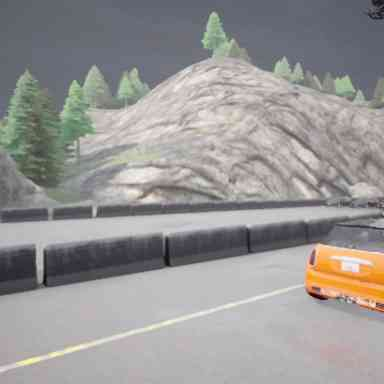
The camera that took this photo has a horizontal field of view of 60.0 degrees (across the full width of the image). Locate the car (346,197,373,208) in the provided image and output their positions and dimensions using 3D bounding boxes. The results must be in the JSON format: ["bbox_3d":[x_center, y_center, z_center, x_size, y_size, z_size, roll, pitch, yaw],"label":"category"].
[{"bbox_3d":[21.661,1.370,41.467,4.892,1.490,1.837,0,0,-36],"label":"car"}]

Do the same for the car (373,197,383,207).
[{"bbox_3d":[23.418,1.327,38.421,5.008,1.535,1.882,0,0,-36],"label":"car"}]

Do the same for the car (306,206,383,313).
[{"bbox_3d":[4.509,1.326,7.095,4.553,1.767,2.097,0,0,-36],"label":"car"}]

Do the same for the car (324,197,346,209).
[{"bbox_3d":[19.624,1.386,44.312,4.892,1.490,1.837,0,0,-36],"label":"car"}]
